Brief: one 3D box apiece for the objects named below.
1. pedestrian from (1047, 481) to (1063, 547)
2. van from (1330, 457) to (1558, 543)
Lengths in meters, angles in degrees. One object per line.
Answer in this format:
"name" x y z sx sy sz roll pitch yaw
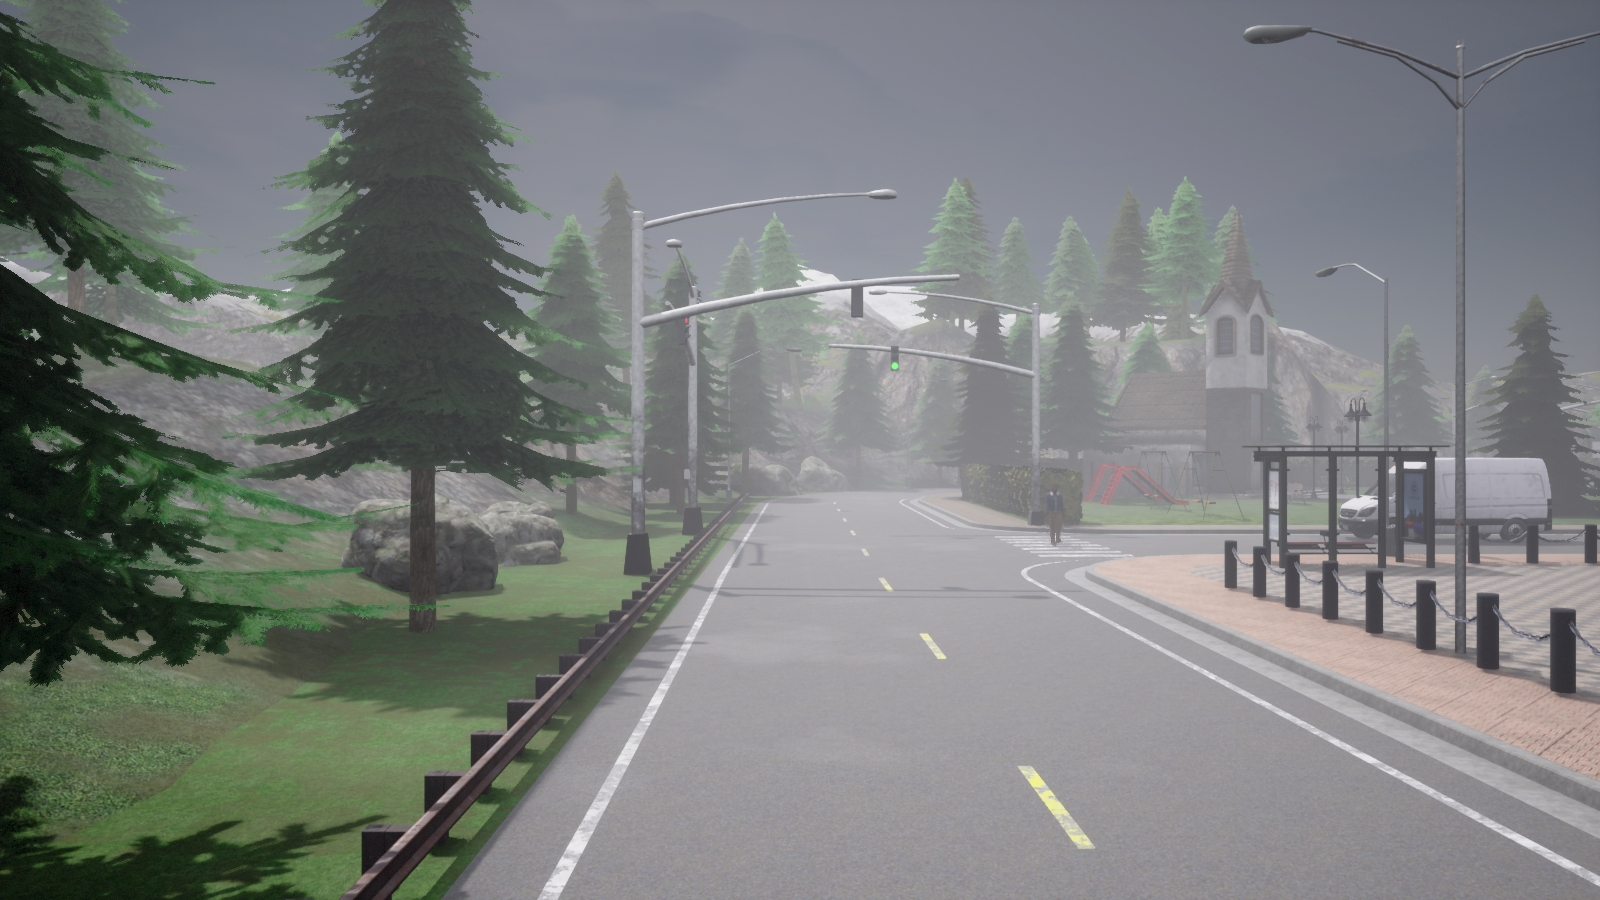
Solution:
"pedestrian" 7.346 1.833 32.865 0.375 1.860 0.375 0 0 0
"van" 19.746 1.515 35.223 5.915 2.561 1.988 0 0 0
